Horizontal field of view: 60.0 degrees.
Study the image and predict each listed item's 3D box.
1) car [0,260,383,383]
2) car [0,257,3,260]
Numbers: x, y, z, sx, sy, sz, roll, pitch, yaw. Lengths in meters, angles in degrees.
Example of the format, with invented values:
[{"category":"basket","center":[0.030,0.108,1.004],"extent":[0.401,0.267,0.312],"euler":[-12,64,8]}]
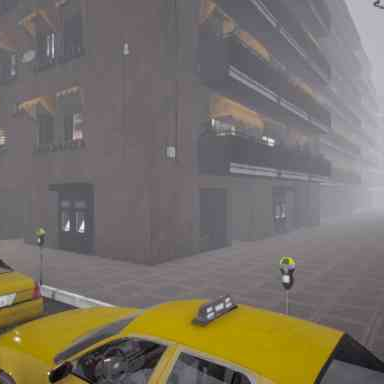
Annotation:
[{"category":"car","center":[-0.031,1.525,2.749],"extent":[4.829,1.417,1.752],"euler":[0,0,36]},{"category":"car","center":[-4.618,1.527,6.031],"extent":[4.829,1.417,1.752],"euler":[0,0,36]}]
